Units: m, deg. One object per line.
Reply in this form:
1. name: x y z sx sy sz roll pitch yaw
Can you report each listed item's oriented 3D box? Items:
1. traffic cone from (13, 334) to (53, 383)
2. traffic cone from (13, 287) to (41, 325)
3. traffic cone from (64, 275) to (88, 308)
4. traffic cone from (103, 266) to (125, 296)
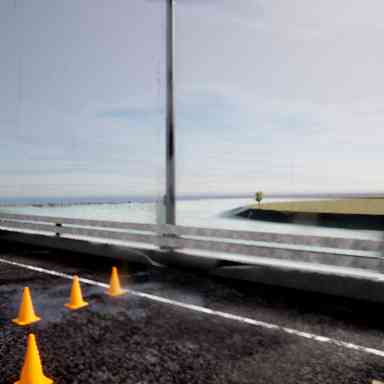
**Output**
1. traffic cone: -1.882 1.969 3.906 0.340 0.580 0.340 0 0 36
2. traffic cone: -2.923 1.975 5.884 0.340 0.580 0.340 0 0 36
3. traffic cone: -2.340 1.976 6.696 0.340 0.580 0.340 0 0 36
4. traffic cone: -1.758 1.978 7.508 0.340 0.580 0.340 0 0 36
